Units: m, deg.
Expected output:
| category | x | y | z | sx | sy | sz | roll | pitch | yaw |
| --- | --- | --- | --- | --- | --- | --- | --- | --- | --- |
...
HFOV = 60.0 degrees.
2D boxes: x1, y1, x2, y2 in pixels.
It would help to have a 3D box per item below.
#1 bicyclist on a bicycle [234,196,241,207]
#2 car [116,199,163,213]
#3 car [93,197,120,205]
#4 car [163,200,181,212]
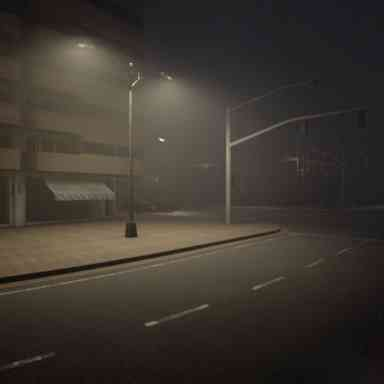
| category | x | y | z | sx | sy | sz | roll | pitch | yaw |
| --- | --- | --- | --- | --- | --- | --- | --- | --- | --- |
| bicyclist on a bicycle | 6.415 | 1.338 | 46.991 | 0.582 | 1.620 | 1.656 | 0 | 0 | 41 |
| car | -5.961 | 1.537 | 37.210 | 4.902 | 1.511 | 2.128 | 0 | 0 | 41 |
| car | -15.272 | 1.589 | 59.228 | 5.357 | 1.411 | 2.033 | 0 | 0 | 41 |
| car | -3.325 | 1.607 | 39.559 | 4.181 | 1.385 | 1.994 | 0 | 0 | 41 |
